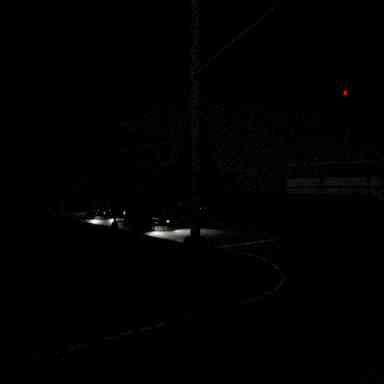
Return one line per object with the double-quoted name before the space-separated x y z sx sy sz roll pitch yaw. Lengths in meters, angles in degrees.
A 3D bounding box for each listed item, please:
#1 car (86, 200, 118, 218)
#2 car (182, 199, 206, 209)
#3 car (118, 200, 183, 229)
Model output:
"car" -8.386 1.504 30.084 1.837 1.490 4.892 0 0 -26
"car" 0.013 1.561 44.837 4.181 1.385 1.994 0 0 -43
"car" -2.860 1.504 21.838 1.837 1.490 4.892 0 0 -36
